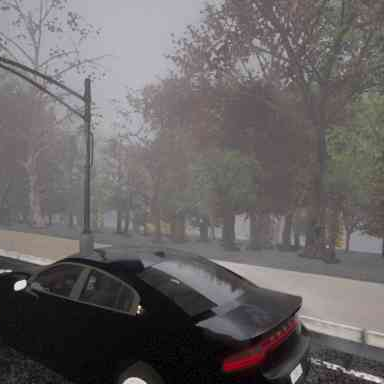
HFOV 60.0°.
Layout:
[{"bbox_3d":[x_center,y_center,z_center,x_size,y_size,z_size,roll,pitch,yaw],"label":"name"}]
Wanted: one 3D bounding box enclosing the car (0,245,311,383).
[{"bbox_3d":[-1.046,1.477,4.488,5.008,1.535,1.882,0,0,36],"label":"car"}]
